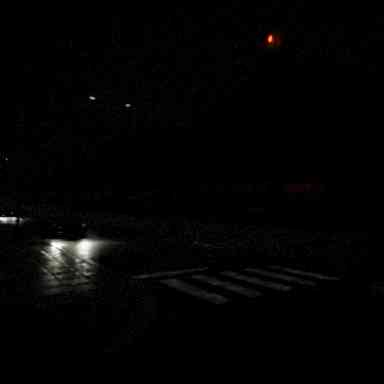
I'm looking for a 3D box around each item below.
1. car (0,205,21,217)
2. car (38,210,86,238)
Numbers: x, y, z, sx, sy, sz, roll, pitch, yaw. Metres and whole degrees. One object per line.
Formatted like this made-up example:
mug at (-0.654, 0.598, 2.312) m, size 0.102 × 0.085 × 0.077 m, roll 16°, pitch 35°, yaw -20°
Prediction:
car at (-21.903, 2.296, 40.021) m, size 1.994 × 1.385 × 4.181 m, roll 3°, pitch -2°, yaw -35°
car at (-8.091, 1.873, 20.562) m, size 1.882 × 1.535 × 5.008 m, roll 3°, pitch -2°, yaw -35°
